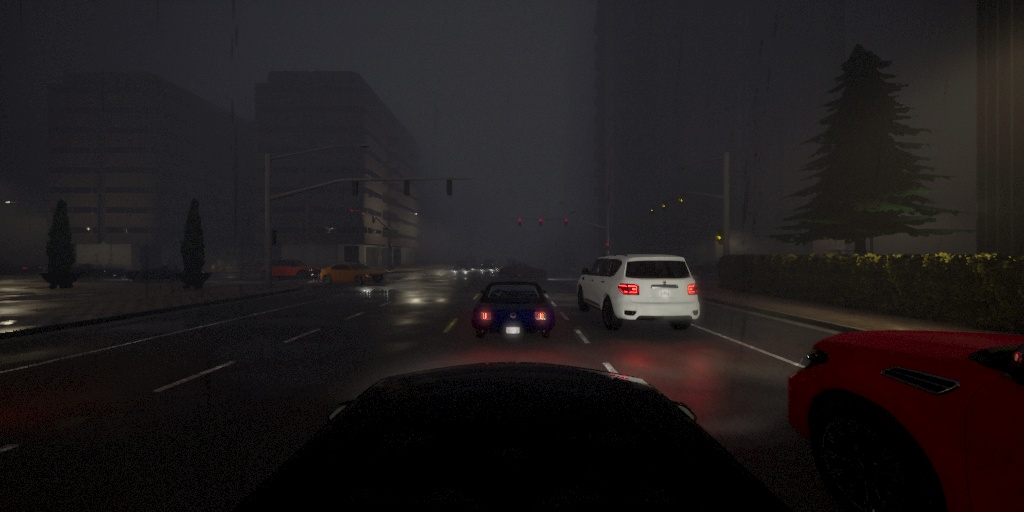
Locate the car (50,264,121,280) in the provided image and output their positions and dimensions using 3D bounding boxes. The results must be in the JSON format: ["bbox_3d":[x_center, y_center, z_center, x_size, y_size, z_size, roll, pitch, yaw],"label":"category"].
[{"bbox_3d":[-36.404,1.351,30.884,4.718,1.301,1.895,0,0,1],"label":"car"}]

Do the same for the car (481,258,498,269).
[{"bbox_3d":[-3.661,1.254,55.431,1.837,1.490,4.892,0,0,0],"label":"car"}]

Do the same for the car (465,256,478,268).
[{"bbox_3d":[-7.150,0.971,61.217,2.150,2.045,5.566,0,0,0],"label":"car"}]

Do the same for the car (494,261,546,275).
[{"bbox_3d":[0.851,1.314,30.557,4.181,1.385,1.994,0,0,1],"label":"car"}]

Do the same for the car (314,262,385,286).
[{"bbox_3d":[-11.195,1.227,25.262,5.008,1.535,1.882,0,-1,25],"label":"car"}]

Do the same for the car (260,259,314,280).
[{"bbox_3d":[-18.812,1.102,30.813,4.553,1.767,2.097,0,0,-1],"label":"car"}]

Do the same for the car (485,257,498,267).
[{"bbox_3d":[-3.629,1.102,65.319,2.097,1.767,4.553,0,0,0],"label":"car"}]

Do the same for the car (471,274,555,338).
[{"bbox_3d":[0.047,1.351,10.125,1.895,1.301,4.718,0,0,0],"label":"car"}]

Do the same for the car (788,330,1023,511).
[{"bbox_3d":[3.601,0.971,0.892,2.150,2.045,5.566,0,0,0],"label":"car"}]

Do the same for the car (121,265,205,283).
[{"bbox_3d":[-26.217,1.351,27.293,4.718,1.301,1.895,0,0,1],"label":"car"}]

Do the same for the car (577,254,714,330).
[{"bbox_3d":[3.577,0.971,11.253,2.150,2.045,5.566,0,0,-2],"label":"car"}]

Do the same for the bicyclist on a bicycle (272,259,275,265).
[{"bbox_3d":[-28.686,1.051,42.798,0.582,1.620,1.656,0,0,1],"label":"bicyclist on a bicycle"}]

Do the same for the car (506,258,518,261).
[{"bbox_3d":[-0.016,1.101,60.208,2.097,1.767,4.553,0,0,0],"label":"car"}]

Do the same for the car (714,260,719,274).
[{"bbox_3d":[20.832,1.227,37.580,5.008,1.535,1.882,0,0,1],"label":"car"}]

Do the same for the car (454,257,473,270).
[{"bbox_3d":[-7.142,1.276,51.519,1.812,1.442,4.674,0,0,0],"label":"car"}]
